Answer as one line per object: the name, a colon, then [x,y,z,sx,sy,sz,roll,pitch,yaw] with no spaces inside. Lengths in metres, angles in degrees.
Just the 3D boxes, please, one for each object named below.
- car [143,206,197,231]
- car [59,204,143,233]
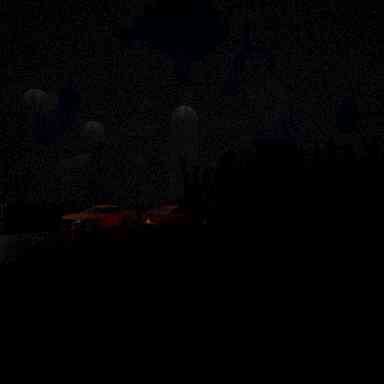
car: [-1.179,1.637,21.998,1.882,1.535,5.008,1,0,36]
car: [-5.691,1.557,20.596,1.882,1.535,5.008,1,0,36]
